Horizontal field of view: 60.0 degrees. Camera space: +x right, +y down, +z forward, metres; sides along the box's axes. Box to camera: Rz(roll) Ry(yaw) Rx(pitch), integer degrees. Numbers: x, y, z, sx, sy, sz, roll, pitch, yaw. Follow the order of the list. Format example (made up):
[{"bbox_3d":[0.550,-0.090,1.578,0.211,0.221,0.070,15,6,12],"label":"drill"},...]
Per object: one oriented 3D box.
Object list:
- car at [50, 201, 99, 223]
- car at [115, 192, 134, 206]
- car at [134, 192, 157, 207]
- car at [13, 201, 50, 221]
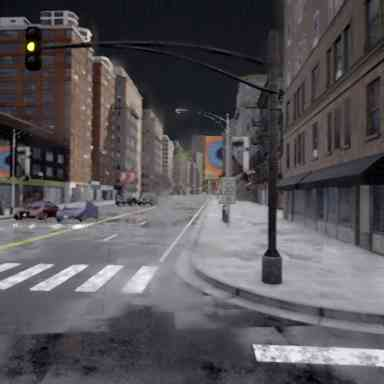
[{"bbox_3d":[-8.307,1.404,24.627,1.812,1.442,4.674,1,0,4],"label":"car"},{"bbox_3d":[-9.777,1.053,49.893,2.150,2.045,5.566,1,0,4],"label":"car"},{"bbox_3d":[-6.550,1.086,49.466,2.150,2.045,5.566,1,0,4],"label":"car"},{"bbox_3d":[-11.531,1.408,25.132,1.994,1.385,4.181,1,0,4],"label":"car"}]
